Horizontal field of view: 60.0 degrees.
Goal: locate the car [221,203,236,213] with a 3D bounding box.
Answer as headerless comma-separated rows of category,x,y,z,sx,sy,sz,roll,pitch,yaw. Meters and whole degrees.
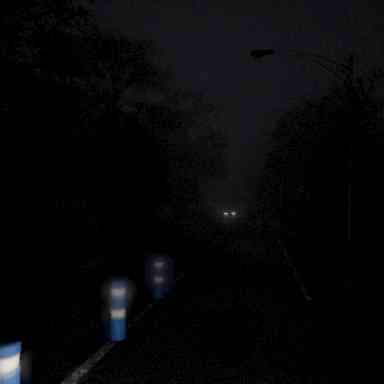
car,6.754,2.871,58.268,2.033,1.411,5.357,1,-1,10

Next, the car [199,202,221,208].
car,5.023,3.698,88.456,5.366,1.575,1.946,1,-3,10

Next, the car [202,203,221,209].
car,5.308,3.834,91.213,4.892,1.521,2.231,1,-3,10

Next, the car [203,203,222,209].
car,5.780,3.975,93.941,5.008,1.535,2.097,1,-3,10
